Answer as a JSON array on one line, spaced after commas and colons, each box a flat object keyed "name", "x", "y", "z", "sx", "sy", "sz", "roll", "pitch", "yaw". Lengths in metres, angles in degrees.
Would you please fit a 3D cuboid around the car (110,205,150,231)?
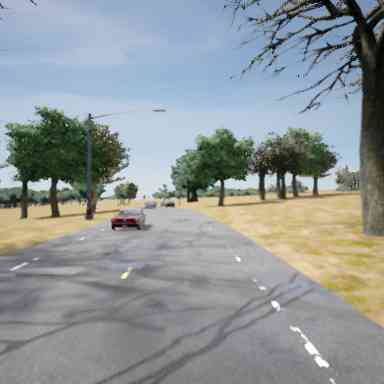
[{"name": "car", "x": -4.172, "y": 1.803, "z": 22.358, "sx": 1.895, "sy": 1.301, "sz": 4.718, "roll": 0, "pitch": -1, "yaw": -3}]

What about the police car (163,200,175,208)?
[{"name": "police car", "x": -4.906, "y": 2.685, "z": 75.379, "sx": 1.930, "sy": 1.638, "sz": 5.238, "roll": 0, "pitch": -2, "yaw": -9}]

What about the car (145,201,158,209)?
[{"name": "car", "x": -7.768, "y": 2.440, "z": 63.230, "sx": 1.812, "sy": 1.442, "sz": 4.674, "roll": 0, "pitch": -1, "yaw": -7}]

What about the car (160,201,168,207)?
[{"name": "car", "x": -7.651, "y": 3.230, "z": 91.115, "sx": 1.837, "sy": 1.490, "sz": 4.892, "roll": 0, "pitch": -2, "yaw": -11}]

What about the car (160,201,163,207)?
[{"name": "car", "x": -6.554, "y": 3.075, "z": 85.182, "sx": 1.812, "sy": 1.442, "sz": 4.674, "roll": 0, "pitch": -2, "yaw": -10}]
